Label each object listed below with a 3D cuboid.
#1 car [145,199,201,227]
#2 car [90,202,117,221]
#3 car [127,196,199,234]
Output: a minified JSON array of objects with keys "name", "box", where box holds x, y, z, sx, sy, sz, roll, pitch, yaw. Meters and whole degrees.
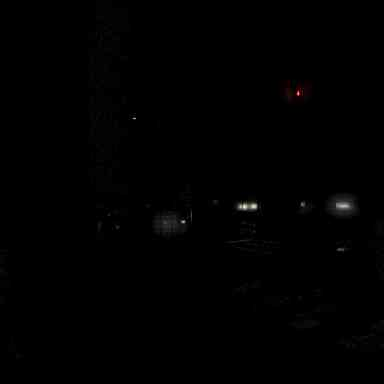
[{"name":"car","box":[-1.511,1.435,24.668,2.097,1.767,4.553,0,0,-36]},{"name":"car","box":[-8.170,1.596,28.923,1.882,1.535,5.008,0,0,-35]},{"name":"car","box":[-2.080,1.294,20.399,2.150,2.045,5.566,0,0,-36]}]
